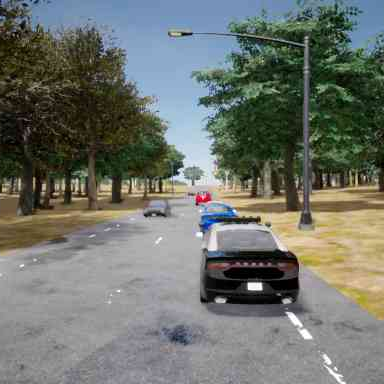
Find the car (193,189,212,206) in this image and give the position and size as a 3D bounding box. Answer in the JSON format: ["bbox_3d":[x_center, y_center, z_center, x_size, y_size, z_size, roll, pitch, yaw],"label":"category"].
[{"bbox_3d":[1.624,0.805,46.168,2.150,2.045,5.566,0,1,3],"label":"car"}]

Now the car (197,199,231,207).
[{"bbox_3d":[1.408,1.401,18.132,1.882,1.535,5.008,0,1,2],"label":"car"}]

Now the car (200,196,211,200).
[{"bbox_3d":[1.673,1.315,24.300,1.801,1.575,5.366,0,1,3],"label":"car"}]

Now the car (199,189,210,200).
[{"bbox_3d":[2.500,0.466,67.364,2.150,2.045,5.566,0,1,3],"label":"car"}]

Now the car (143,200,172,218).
[{"bbox_3d":[-2.811,1.367,28.133,2.033,1.411,5.357,0,1,2],"label":"car"}]

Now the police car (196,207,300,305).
[{"bbox_3d":[1.129,1.409,8.303,1.930,1.638,5.238,0,0,1],"label":"police car"}]

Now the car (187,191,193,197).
[{"bbox_3d":[-0.223,0.500,84.067,1.895,1.301,4.718,0,1,3],"label":"car"}]
